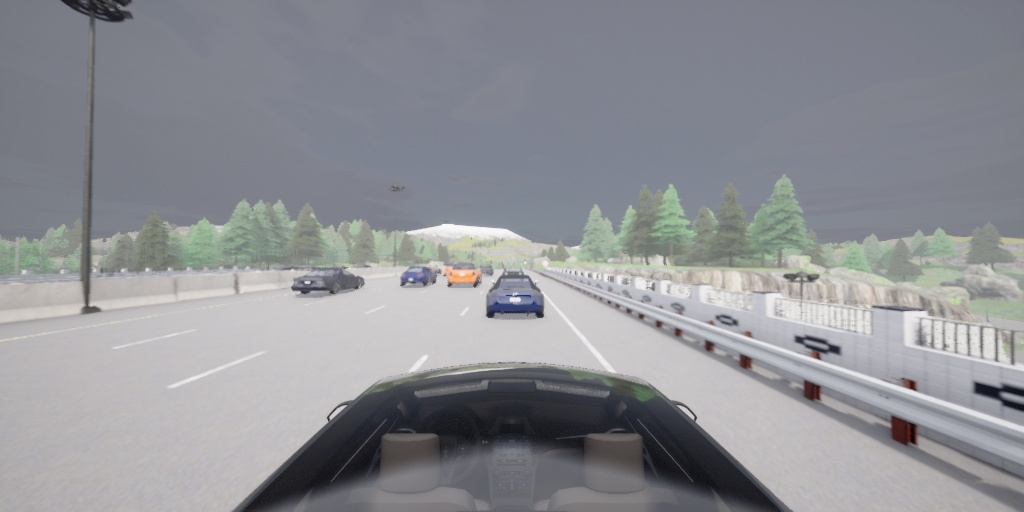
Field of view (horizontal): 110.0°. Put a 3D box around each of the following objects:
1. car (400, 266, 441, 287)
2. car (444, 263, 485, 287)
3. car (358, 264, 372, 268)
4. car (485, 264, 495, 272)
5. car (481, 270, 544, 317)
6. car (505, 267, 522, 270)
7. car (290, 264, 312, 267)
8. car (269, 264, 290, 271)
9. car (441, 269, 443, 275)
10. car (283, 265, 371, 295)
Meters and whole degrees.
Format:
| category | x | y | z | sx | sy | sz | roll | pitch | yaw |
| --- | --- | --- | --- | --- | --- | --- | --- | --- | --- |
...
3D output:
| category | x | y | z | sx | sy | sz | roll | pitch | yaw |
| --- | --- | --- | --- | --- | --- | --- | --- | --- | --- |
| car | -6.895 | 1.469 | 26.727 | 1.812 | 1.442 | 4.674 | 0 | -1 | 0 |
| car | -3.395 | 1.293 | 26.621 | 2.097 | 1.767 | 4.553 | 0 | -1 | 0 |
| car | -21.043 | 1.905 | 49.936 | 1.837 | 1.490 | 4.892 | 0 | -1 | 0 |
| car | -3.390 | 1.837 | 47.403 | 2.128 | 1.511 | 4.902 | 0 | -1 | 0 |
| car | 0.103 | 1.377 | 13.471 | 1.994 | 1.385 | 4.181 | 0 | 0 | 0 |
| car | 0.105 | 1.637 | 32.755 | 1.895 | 1.301 | 4.718 | 0 | -1 | 0 |
| car | -28.045 | 1.955 | 49.452 | 1.994 | 1.385 | 4.181 | 0 | -1 | 0 |
| car | -31.531 | 1.890 | 49.763 | 2.128 | 1.511 | 4.902 | 0 | -1 | 1 |
| car | -6.892 | 1.615 | 43.825 | 2.097 | 1.767 | 4.553 | 0 | -1 | 0 |
| car | -10.396 | 1.418 | 20.720 | 2.033 | 1.411 | 5.357 | 0 | -1 | 0 |
